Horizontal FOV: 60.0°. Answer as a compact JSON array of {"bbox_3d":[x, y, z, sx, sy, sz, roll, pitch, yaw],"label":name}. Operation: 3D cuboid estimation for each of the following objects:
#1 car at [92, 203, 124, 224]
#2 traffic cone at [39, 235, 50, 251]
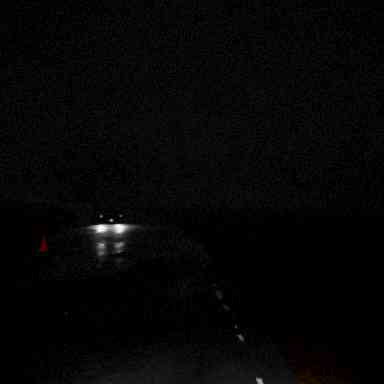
[{"bbox_3d":[-6.486,1.551,25.161,2.033,1.411,5.357,0,0,-22],"label":"car"},{"bbox_3d":[-5.681,1.954,12.739,0.340,0.580,0.340,0,0,-7],"label":"traffic cone"}]
